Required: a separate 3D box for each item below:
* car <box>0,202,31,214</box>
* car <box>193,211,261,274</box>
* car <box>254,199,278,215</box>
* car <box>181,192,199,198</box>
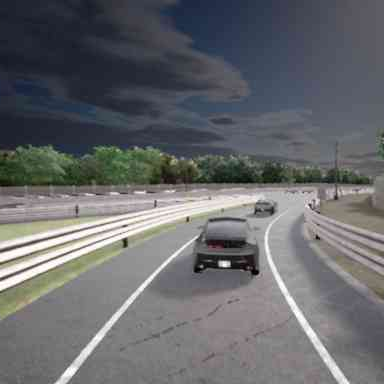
[{"bbox_3d":[-18.079,1.763,34.330,1.837,1.490,4.892,1,2,44],"label":"car"},{"bbox_3d":[1.174,1.575,10.896,1.837,1.490,4.892,0,0,8],"label":"car"},{"bbox_3d":[7.353,1.396,32.771,2.128,1.511,4.902,0,1,21],"label":"car"},{"bbox_3d":[-0.057,0.664,63.069,1.882,1.535,5.008,1,2,44],"label":"car"}]
